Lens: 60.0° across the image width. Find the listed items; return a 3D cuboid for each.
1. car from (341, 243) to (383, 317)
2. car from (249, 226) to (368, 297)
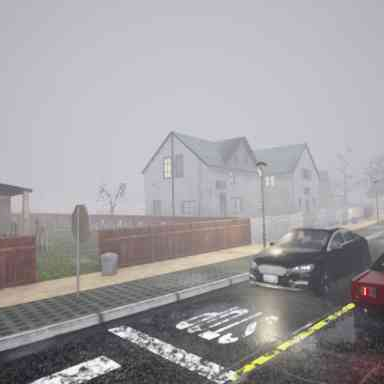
[{"bbox_3d":[5.009,1.710,6.807,1.895,1.301,4.718,-4,-4,45],"label":"car"},{"bbox_3d":[3.523,1.774,9.509,2.128,1.511,4.902,-4,-4,44],"label":"car"}]
